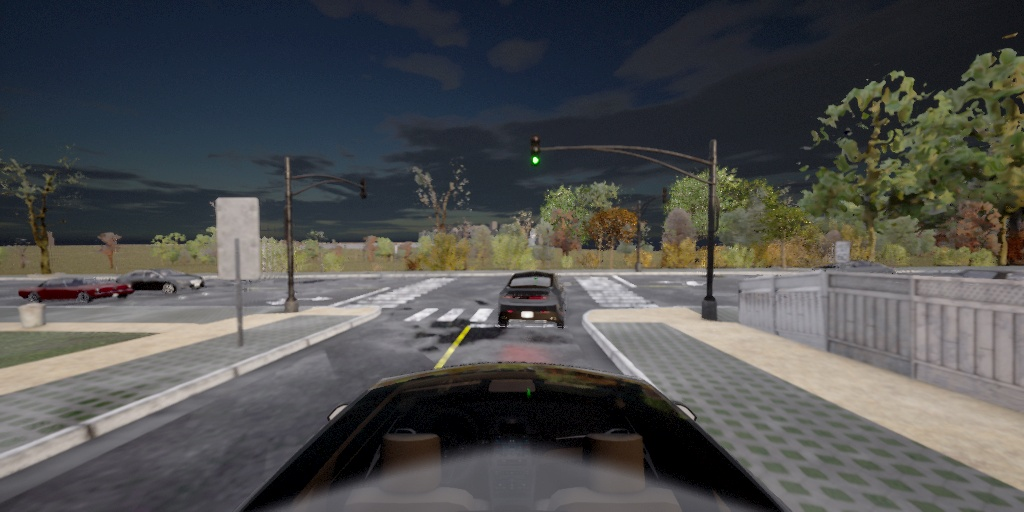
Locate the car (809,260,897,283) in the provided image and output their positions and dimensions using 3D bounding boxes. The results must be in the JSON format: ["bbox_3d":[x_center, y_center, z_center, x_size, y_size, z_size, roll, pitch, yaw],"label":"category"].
[{"bbox_3d":[21.184,0.948,22.429,4.181,1.385,1.994,-1,2,5],"label":"car"}]

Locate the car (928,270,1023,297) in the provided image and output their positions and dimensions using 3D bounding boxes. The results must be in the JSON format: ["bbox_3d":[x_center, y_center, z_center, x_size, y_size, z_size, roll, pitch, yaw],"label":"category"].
[{"bbox_3d":[21.636,1.263,15.717,4.718,1.301,1.895,-1,2,5],"label":"car"}]

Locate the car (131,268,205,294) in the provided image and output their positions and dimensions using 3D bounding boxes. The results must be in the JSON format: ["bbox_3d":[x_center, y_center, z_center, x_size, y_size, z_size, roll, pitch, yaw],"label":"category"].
[{"bbox_3d":[-22.180,1.563,22.673,4.902,1.511,2.128,-1,2,5],"label":"car"}]

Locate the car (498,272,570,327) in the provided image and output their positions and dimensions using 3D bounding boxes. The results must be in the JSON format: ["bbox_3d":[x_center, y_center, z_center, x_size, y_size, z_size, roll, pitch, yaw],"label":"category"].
[{"bbox_3d":[0.806,1.247,11.563,1.837,1.490,4.892,0,0,10],"label":"car"}]

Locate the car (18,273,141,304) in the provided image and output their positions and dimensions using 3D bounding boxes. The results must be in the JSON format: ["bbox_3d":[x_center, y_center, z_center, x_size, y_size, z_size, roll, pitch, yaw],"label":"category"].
[{"bbox_3d":[-23.604,1.829,19.540,4.718,1.301,1.895,-1,2,5],"label":"car"}]
